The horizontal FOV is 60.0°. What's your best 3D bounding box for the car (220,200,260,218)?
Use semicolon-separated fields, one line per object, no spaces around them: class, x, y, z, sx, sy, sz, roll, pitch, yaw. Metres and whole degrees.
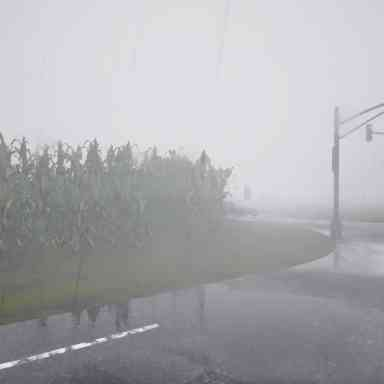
car;4.101;1.479;29.843;1.812;1.442;4.674;1;0;-26
